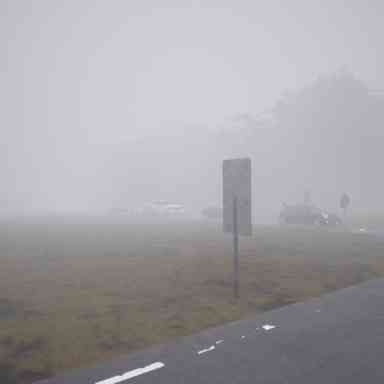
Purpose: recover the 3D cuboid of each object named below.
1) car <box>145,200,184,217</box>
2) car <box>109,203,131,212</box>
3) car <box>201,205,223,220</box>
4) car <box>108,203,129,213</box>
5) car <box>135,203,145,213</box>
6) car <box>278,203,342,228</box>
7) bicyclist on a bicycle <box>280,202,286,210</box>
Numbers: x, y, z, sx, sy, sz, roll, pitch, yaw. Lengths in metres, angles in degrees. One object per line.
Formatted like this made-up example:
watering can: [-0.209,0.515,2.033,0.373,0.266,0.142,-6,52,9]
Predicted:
car: [-3.245,2.015,41.707,2.150,2.045,5.566,-1,-1,-35]
car: [-13.291,2.789,60.845,2.128,1.511,4.902,-1,-1,-35]
car: [2.944,2.008,32.947,1.882,1.535,5.008,-1,-1,-35]
car: [-12.167,2.743,54.494,1.837,1.490,4.892,-1,-1,-35]
car: [-7.244,2.505,52.376,1.882,1.535,5.008,-1,-1,-35]
car: [8.700,1.654,24.744,2.097,1.767,4.553,-1,-1,-34]
bicyclist on a bicycle: [9.482,1.857,34.042,1.656,1.620,0.582,0,-1,-35]
